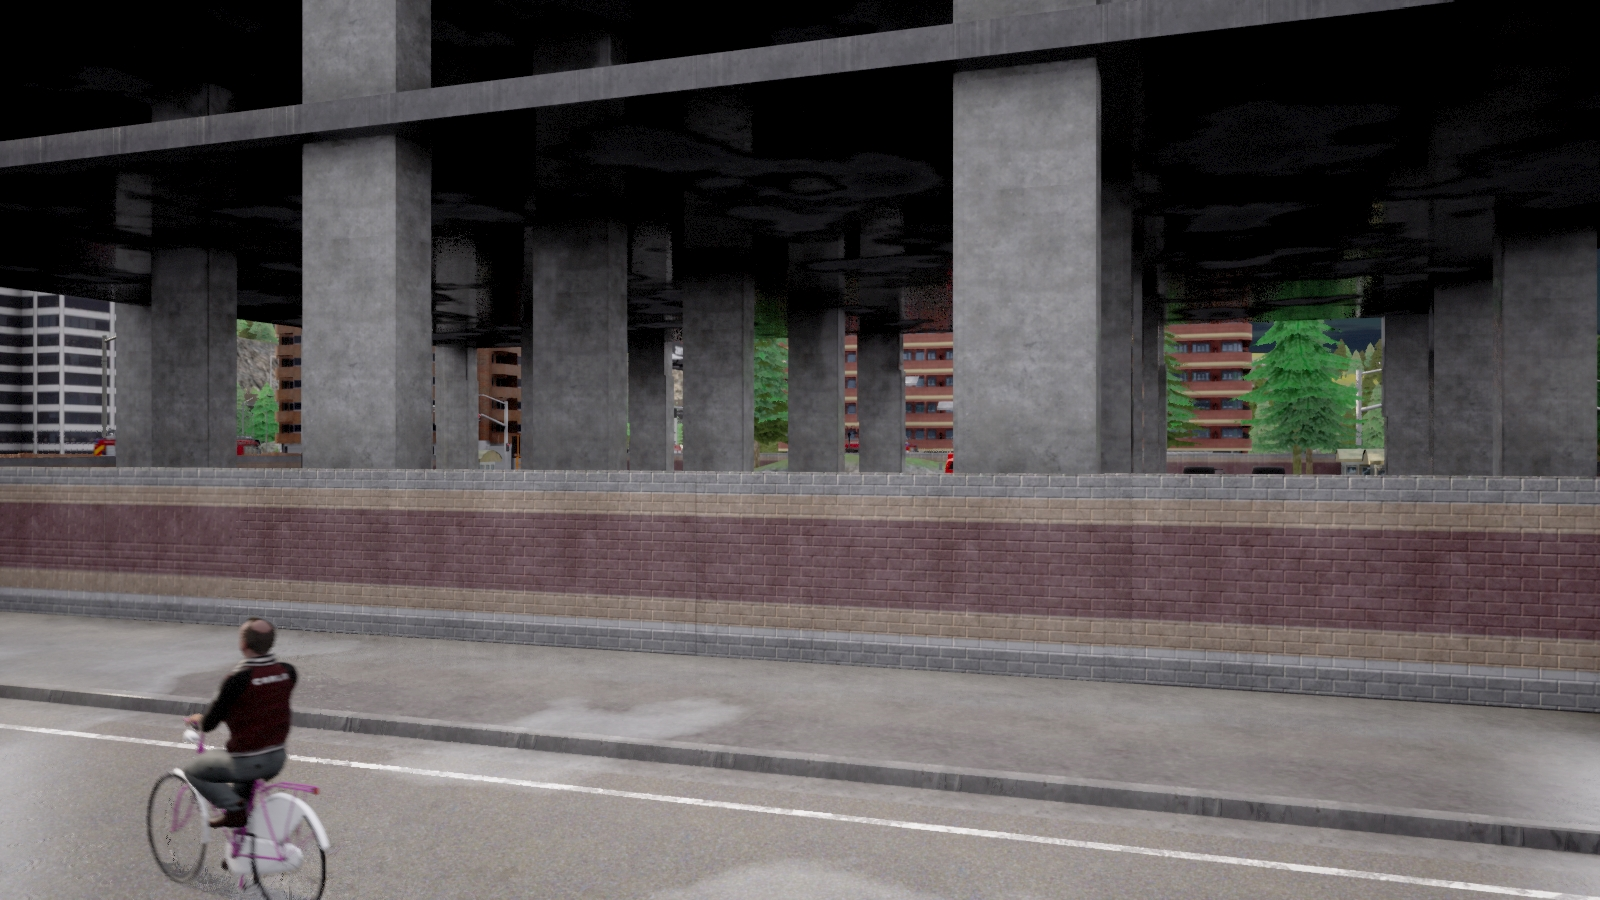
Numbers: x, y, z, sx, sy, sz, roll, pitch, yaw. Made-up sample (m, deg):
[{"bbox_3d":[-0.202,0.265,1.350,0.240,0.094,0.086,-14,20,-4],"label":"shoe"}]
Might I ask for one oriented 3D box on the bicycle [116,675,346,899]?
[{"bbox_3d":[-3.577,2.160,7.114,1.835,1.271,0.329,0,0,30],"label":"bicycle"}]
